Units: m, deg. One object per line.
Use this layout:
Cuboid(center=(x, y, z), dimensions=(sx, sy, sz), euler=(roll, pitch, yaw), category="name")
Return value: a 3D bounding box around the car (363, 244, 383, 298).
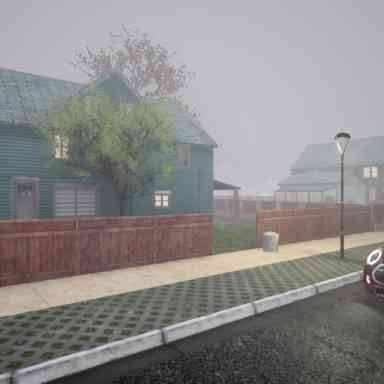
Cuboid(center=(5.776, 1.355, 7.437), dimensions=(4.553, 1.767, 2.097), euler=(0, 0, -37), category="car")
